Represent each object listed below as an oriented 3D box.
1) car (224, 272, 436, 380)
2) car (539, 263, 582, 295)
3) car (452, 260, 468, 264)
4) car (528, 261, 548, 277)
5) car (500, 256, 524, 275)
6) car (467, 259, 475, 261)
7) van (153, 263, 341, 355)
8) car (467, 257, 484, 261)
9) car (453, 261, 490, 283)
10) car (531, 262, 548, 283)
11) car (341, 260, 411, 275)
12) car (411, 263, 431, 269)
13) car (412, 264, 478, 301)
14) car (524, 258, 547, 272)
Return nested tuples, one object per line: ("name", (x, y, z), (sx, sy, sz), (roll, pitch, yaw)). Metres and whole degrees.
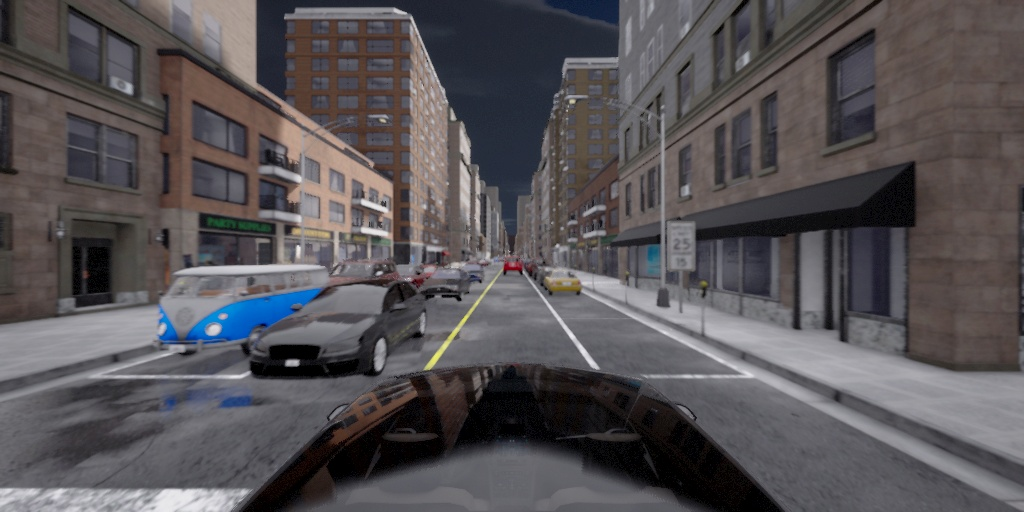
("car", (-3.098, 1.263, 7.495), (1.837, 1.490, 4.892), (0, 0, 0))
("car", (2.672, 1.301, 19.754), (1.751, 1.417, 4.829), (0, 0, 0))
("car", (-5.851, 1.319, 36.180), (1.751, 1.417, 4.829), (0, 0, 0))
("car", (2.674, 1.355, 30.773), (1.948, 1.339, 4.313), (0, 0, 0))
("car", (0.106, 1.021, 40.281), (2.150, 2.045, 5.566), (0, 0, 0))
("car", (-5.850, 1.351, 41.945), (2.007, 1.370, 4.403), (0, 0, 0))
("van", (-5.856, 1.099, 8.370), (1.690, 1.789, 3.998), (0, 0, 0))
("car", (-5.848, 1.129, 53.137), (2.192, 1.841, 5.009), (0, 0, 0))
("car", (-3.091, 1.332, 28.206), (2.033, 1.411, 5.357), (0, 0, 0))
("car", (2.673, 1.333, 25.179), (2.007, 1.370, 4.403), (0, 0, 0))
("car", (-5.855, 1.081, 13.966), (2.192, 1.841, 5.009), (0, 0, 0))
("car", (-5.854, 1.213, 19.562), (1.967, 1.591, 4.097), (0, 0, 0))
("car", (-3.100, 1.319, 17.719), (2.033, 1.411, 5.357), (0, 0, 0))
("car", (2.675, 1.110, 36.367), (2.192, 1.841, 5.009), (0, 0, 0))
